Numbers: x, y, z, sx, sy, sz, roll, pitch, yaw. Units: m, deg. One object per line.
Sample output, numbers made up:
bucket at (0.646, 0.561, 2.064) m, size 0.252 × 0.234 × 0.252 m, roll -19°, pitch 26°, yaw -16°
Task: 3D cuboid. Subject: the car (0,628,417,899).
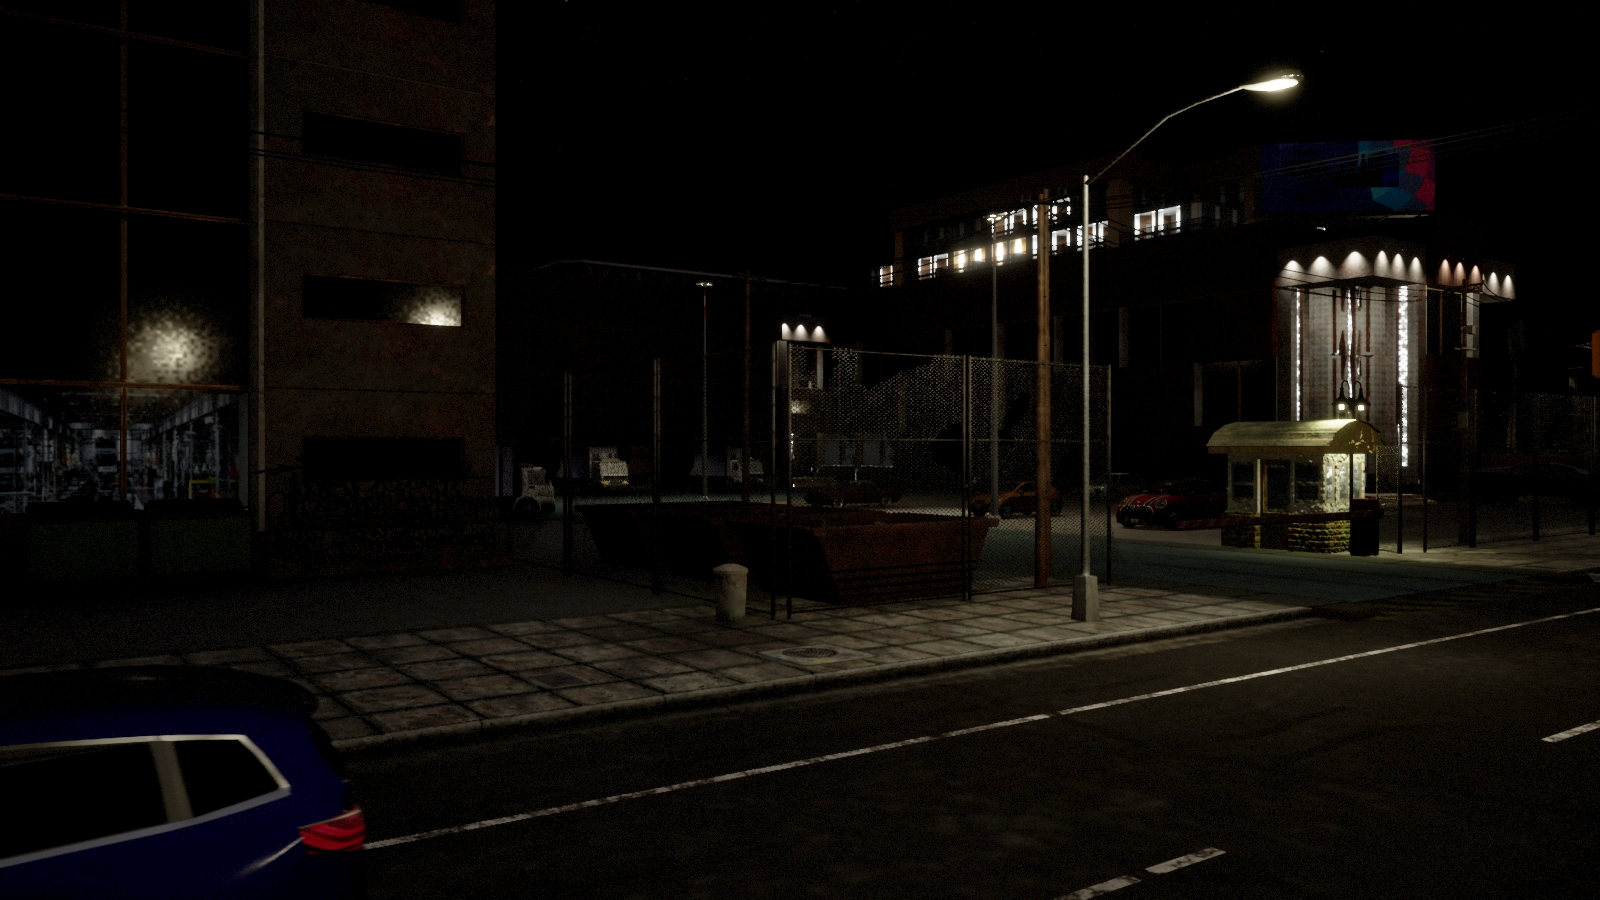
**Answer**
car at (-4.354, 1.968, 5.025) m, size 4.611 × 1.667 × 2.242 m, roll 0°, pitch 0°, yaw -35°
